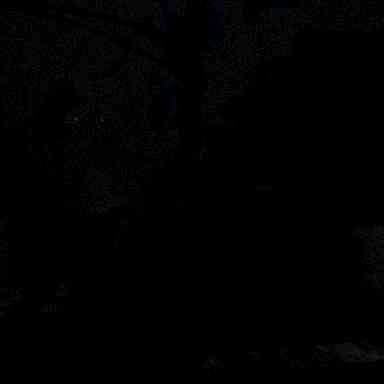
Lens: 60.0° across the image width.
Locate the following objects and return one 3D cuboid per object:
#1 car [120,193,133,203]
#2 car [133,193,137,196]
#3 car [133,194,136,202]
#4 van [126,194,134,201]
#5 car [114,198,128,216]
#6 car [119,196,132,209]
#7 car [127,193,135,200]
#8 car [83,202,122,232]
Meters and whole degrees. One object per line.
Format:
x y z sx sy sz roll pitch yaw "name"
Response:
-9.830 1.421 47.680 1.967 1.590 4.097 -2 0 -9 "car"
-13.270 1.282 69.541 2.192 1.841 5.009 -2 0 -9 "car"
-12.405 1.521 64.077 2.008 1.369 4.403 -2 0 -9 "car"
-14.988 1.302 80.471 1.690 1.788 3.998 -2 0 -9 "van"
-7.248 1.573 31.284 1.802 1.307 4.206 -2 0 -9 "car"
-8.968 1.529 42.215 1.887 1.381 4.507 -2 0 -9 "car"
-16.707 1.270 91.402 2.192 1.841 5.009 -2 0 -9 "car"
-5.530 1.543 20.353 1.887 1.381 4.507 -2 0 -9 "car"
